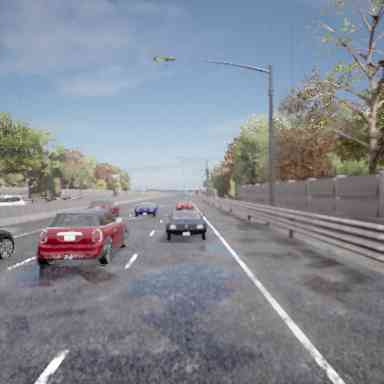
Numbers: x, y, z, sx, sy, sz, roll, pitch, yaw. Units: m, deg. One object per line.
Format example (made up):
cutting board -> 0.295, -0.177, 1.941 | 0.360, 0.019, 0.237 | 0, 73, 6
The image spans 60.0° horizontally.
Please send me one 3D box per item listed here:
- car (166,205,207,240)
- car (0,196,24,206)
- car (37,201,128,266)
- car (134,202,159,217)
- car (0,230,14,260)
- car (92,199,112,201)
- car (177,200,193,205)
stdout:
car -> -0.300, 1.585, 17.087 | 1.895, 1.301, 4.718 | -1, 0, -1
car -> -18.385, 1.379, 32.283 | 2.150, 2.045, 5.566 | -1, 0, -2
car -> -3.658, 1.374, 11.930 | 2.097, 1.767, 4.553 | -1, 0, -1
car -> -4.151, 1.618, 31.193 | 1.895, 1.301, 4.718 | -1, 0, -2
car -> -7.102, 1.550, 9.718 | 2.128, 1.511, 4.902 | -1, 0, -1
car -> -7.595, 1.403, 28.719 | 2.097, 1.767, 4.553 | -1, 0, -1
car -> -0.822, 1.588, 37.621 | 1.895, 1.301, 4.718 | -1, 0, -1
